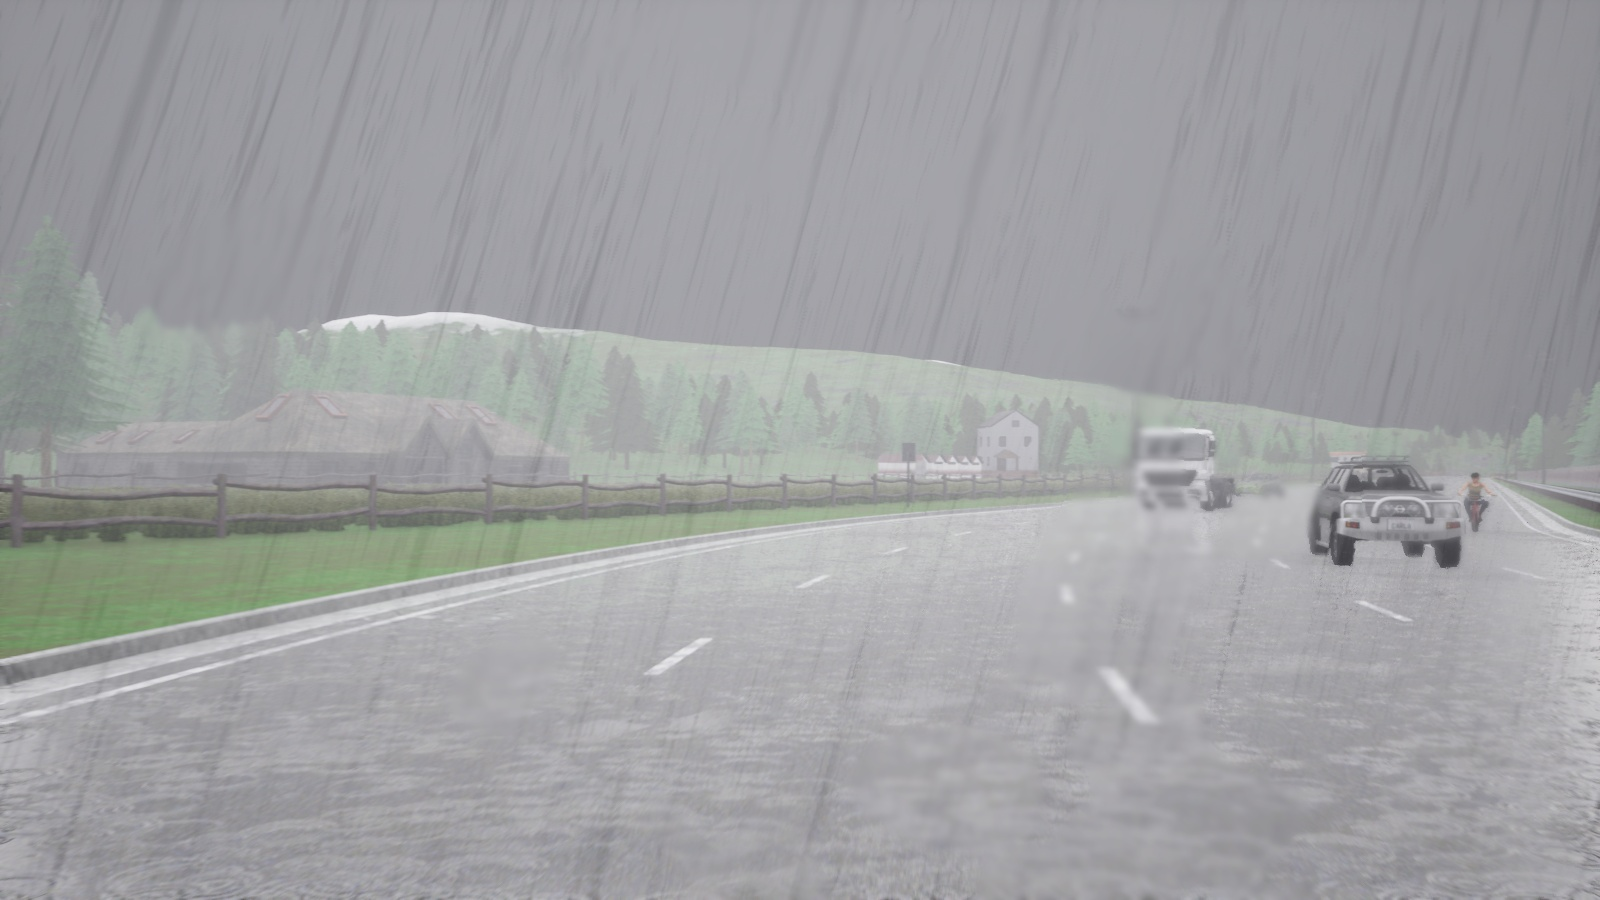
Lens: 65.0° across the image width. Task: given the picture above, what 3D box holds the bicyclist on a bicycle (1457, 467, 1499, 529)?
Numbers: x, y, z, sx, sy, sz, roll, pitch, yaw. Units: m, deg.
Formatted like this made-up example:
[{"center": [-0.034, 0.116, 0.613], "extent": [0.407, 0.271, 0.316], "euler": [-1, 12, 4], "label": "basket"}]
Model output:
[{"center": [17.974, 1.255, 33.322], "extent": [0.866, 1.612, 1.509], "euler": [0, -1, 24], "label": "bicyclist on a bicycle"}]

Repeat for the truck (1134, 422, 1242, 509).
[{"center": [16.798, 0.686, 53.973], "extent": [2.891, 3.462, 7.936], "euler": [-1, -1, 29], "label": "truck"}]

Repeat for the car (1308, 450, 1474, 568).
[{"center": [10.320, 0.973, 22.284], "extent": [1.932, 1.855, 4.605], "euler": [-1, -1, 16], "label": "car"}]

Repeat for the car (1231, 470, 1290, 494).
[{"center": [29.539, 2.020, 80.441], "extent": [2.007, 1.525, 4.514], "euler": [-1, -1, 42], "label": "car"}]
